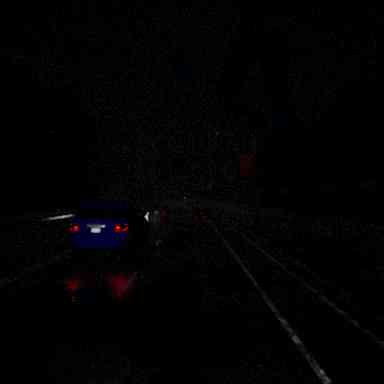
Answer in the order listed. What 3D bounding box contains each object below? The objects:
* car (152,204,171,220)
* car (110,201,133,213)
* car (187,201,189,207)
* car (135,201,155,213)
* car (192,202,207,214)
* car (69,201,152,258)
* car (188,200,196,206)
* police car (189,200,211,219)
[{"bbox_3d":[-3.164,1.959,32.275,2.033,1.411,5.357,0,-1,0],"label":"car"},{"bbox_3d":[-9.853,2.117,46.744,2.128,1.511,4.902,0,-1,0],"label":"car"},{"bbox_3d":[-0.027,2.412,69.334,1.812,1.442,4.674,0,-1,0],"label":"car"},{"bbox_3d":[-6.599,2.130,47.405,2.128,1.511,4.902,0,-1,0],"label":"car"},{"bbox_3d":[0.958,2.115,44.545,1.812,1.442,4.674,0,-1,0],"label":"car"},{"bbox_3d":[-3.157,1.378,13.589,2.150,2.045,5.566,0,-1,0],"label":"car"},{"bbox_3d":[-0.034,2.763,86.387,2.128,1.511,4.902,0,-1,0],"label":"car"},{"bbox_3d":[0.961,1.870,34.656,1.930,1.638,5.238,0,-1,0],"label":"police car"}]
